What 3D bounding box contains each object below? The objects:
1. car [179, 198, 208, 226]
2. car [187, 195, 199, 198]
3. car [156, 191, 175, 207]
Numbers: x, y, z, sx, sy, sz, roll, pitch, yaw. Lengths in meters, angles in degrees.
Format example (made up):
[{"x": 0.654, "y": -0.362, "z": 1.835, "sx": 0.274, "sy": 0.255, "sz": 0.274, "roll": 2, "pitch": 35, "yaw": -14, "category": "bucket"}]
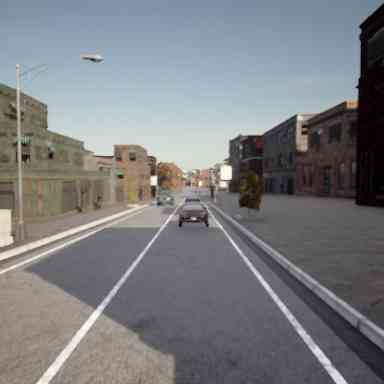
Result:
[{"x": 0.104, "y": 1.383, "z": 21.900, "sx": 1.812, "sy": 1.442, "sz": 4.674, "roll": 0, "pitch": 1, "yaw": 0, "category": "car"}, {"x": 0.075, "y": 1.155, "z": 41.919, "sx": 1.882, "sy": 1.535, "sz": 5.008, "roll": 0, "pitch": 0, "yaw": 0, "category": "car"}, {"x": -3.539, "y": 0.872, "z": 45.468, "sx": 2.150, "sy": 2.045, "sz": 5.566, "roll": 0, "pitch": 0, "yaw": 0, "category": "car"}]
